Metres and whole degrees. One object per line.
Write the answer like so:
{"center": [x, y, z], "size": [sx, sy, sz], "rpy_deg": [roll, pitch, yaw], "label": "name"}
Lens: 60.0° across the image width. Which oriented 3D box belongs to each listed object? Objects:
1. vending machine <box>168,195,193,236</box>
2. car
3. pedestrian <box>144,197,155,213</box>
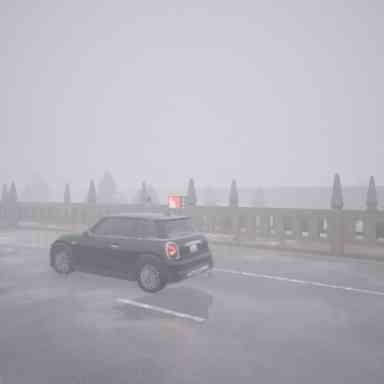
{"center": [-0.584, 1.195, 17.634], "size": [0.880, 2.100, 1.100], "rpy_deg": [0, 0, 30], "label": "vending machine"}
{"center": [-1.750, 1.351, 9.003], "size": [4.553, 1.767, 2.097], "rpy_deg": [0, 0, 32], "label": "car"}
{"center": [-2.152, 1.141, 16.833], "size": [0.375, 1.860, 0.375], "rpy_deg": [0, 0, 29], "label": "pedestrian"}
